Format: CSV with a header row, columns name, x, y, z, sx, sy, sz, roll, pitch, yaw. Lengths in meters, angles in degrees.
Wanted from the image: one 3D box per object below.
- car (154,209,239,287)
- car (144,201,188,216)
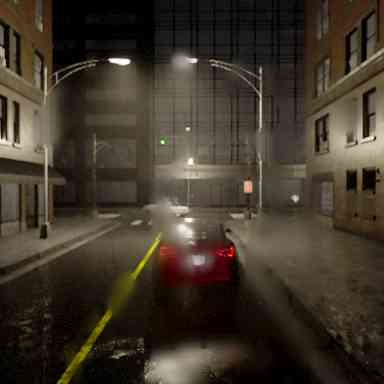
name,x,y,z,sx,sy,sz,roll,pitch,yaw
car,0.103,1.437,9.189,2.163,1.488,4.792,0,0,0
car,-2.229,1.406,26.922,1.895,1.301,4.718,0,1,-31
